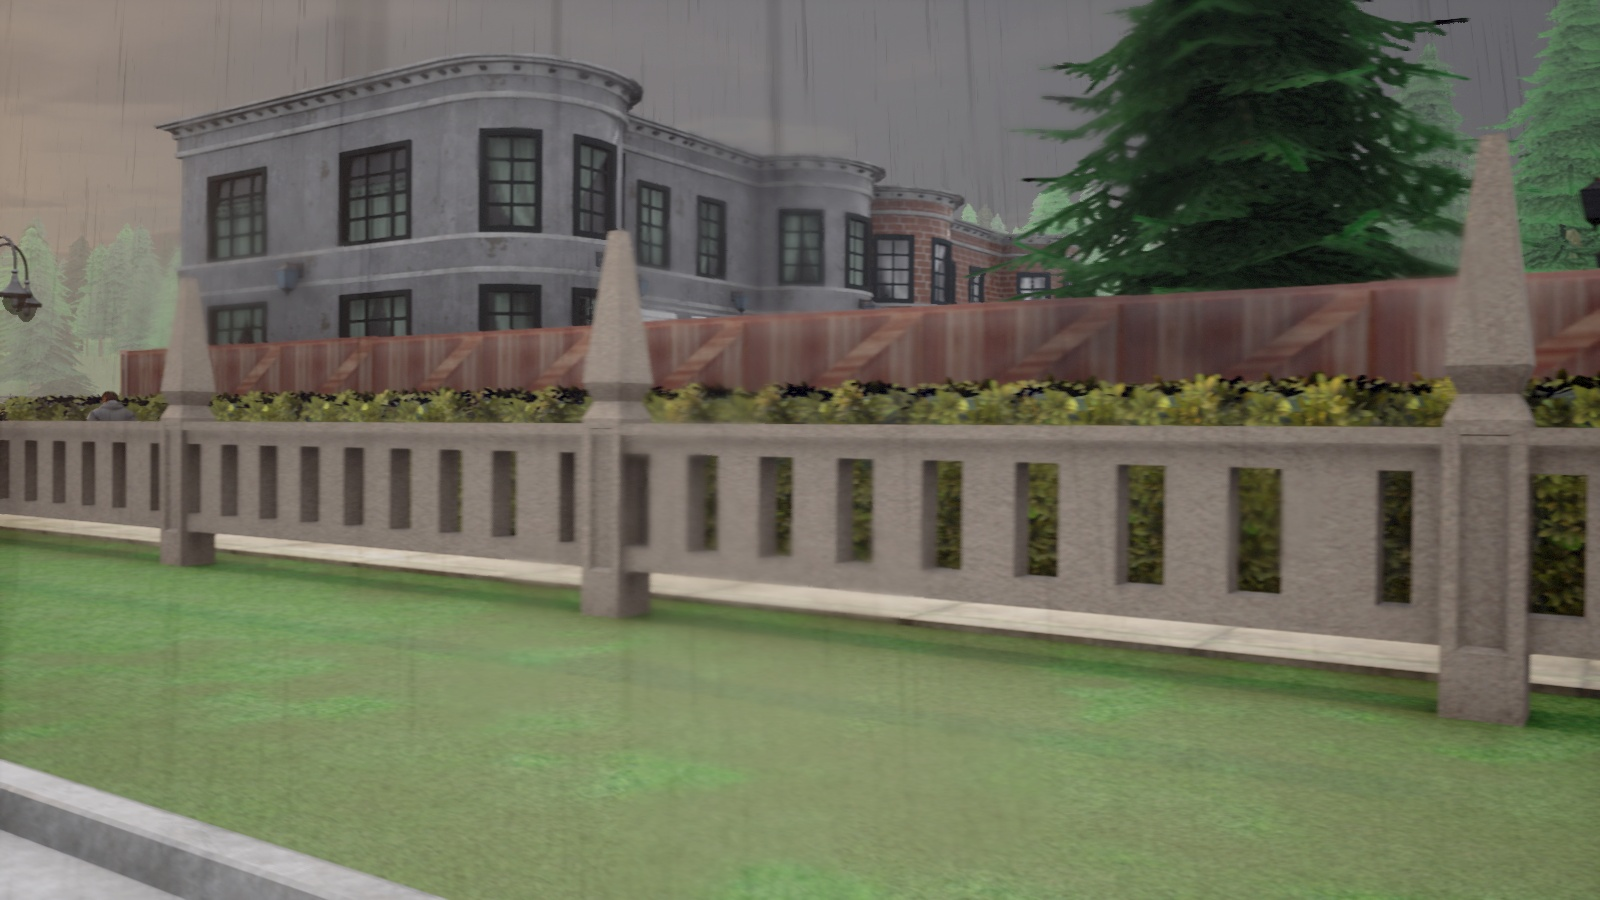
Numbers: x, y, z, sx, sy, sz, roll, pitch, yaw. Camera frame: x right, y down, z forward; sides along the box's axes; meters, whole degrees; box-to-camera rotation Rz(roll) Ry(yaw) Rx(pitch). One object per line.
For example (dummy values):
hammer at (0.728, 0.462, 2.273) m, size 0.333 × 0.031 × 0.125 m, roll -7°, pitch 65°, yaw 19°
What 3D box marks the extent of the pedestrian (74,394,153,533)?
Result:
pedestrian at (-9.865, 0.183, 18.045) m, size 0.873 × 1.952 × 0.659 m, roll 0°, pitch 1°, yaw 37°
